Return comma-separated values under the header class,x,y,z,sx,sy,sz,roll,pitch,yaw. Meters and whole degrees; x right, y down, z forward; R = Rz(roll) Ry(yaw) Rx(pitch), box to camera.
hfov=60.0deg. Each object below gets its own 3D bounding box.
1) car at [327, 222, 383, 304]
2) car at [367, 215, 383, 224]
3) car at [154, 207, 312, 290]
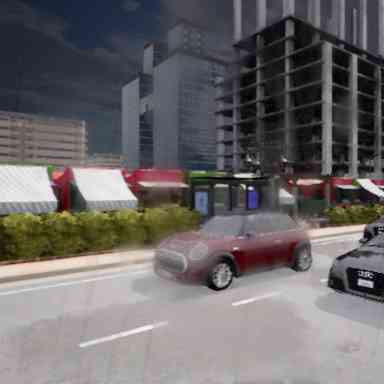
class,x,y,z,sx,sy,sz,roll,pitch,yaw
car,4.925,1.551,7.441,4.181,1.385,1.994,0,0,-35
car,9.621,1.537,15.113,4.181,1.385,1.994,0,0,-35
car,1.221,1.342,9.153,4.553,1.767,2.097,0,0,-35
